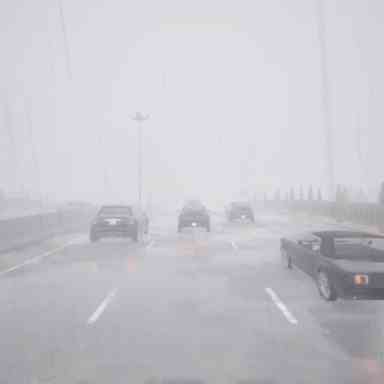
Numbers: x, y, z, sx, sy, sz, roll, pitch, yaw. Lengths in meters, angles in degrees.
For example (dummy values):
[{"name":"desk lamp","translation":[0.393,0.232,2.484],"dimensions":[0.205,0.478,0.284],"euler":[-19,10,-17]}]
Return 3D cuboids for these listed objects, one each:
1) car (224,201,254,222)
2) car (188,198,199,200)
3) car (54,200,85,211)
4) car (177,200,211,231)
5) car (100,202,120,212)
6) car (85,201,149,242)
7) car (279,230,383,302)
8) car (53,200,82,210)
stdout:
[{"name":"car","translation":[3.624,1.482,25.943],"dimensions":[1.837,1.490,4.892],"euler":[0,0,0]},{"name":"car","translation":[0.136,1.517,38.519],"dimensions":[1.837,1.490,4.892],"euler":[0,-1,0]},{"name":"car","translation":[-10.545,1.515,30.379],"dimensions":[2.033,1.411,5.357],"euler":[0,0,0]},{"name":"car","translation":[0.118,1.486,20.343],"dimensions":[1.837,1.490,4.892],"euler":[0,0,0]},{"name":"car","translation":[-13.948,2.579,57.076],"dimensions":[2.128,1.511,4.902],"euler":[0,-6,0]},{"name":"car","translation":[-3.384,1.335,16.329],"dimensions":[2.097,1.767,4.553],"euler":[0,0,0]},{"name":"car","translation":[3.608,1.594,8.191],"dimensions":[1.895,1.301,4.718],"euler":[0,0,0]},{"name":"car","translation":[-17.476,1.864,46.922],"dimensions":[2.033,1.411,5.357],"euler":[0,-3,1]}]
